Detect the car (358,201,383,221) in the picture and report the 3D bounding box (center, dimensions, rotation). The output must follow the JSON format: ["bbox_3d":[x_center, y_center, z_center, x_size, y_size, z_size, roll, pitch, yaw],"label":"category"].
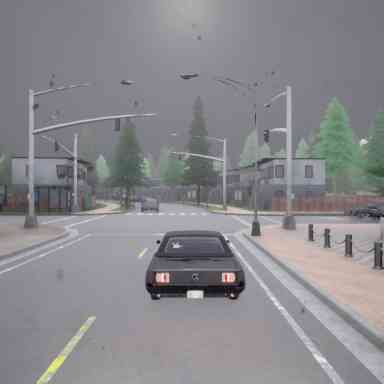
[{"bbox_3d":[15.351,1.476,24.391,4.902,1.511,2.128,0,0,1],"label":"car"}]

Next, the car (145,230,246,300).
[{"bbox_3d":[0.032,1.601,8.349,1.895,1.301,4.718,0,0,-1],"label":"car"}]

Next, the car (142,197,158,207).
[{"bbox_3d":[-6.764,1.491,52.995,1.812,1.442,4.674,0,0,-15],"label":"car"}]

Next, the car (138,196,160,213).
[{"bbox_3d":[-4.567,1.470,36.674,1.837,1.490,4.892,0,0,-3],"label":"car"}]

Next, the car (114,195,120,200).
[{"bbox_3d":[-16.972,1.322,80.005,4.674,1.442,1.812,0,0,45],"label":"car"}]

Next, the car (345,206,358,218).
[{"bbox_3d":[15.403,1.510,28.078,4.674,1.442,1.812,0,0,1],"label":"car"}]

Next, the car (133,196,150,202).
[{"bbox_3d":[-10.968,1.505,71.945,1.994,1.385,4.181,0,0,-36],"label":"car"}]

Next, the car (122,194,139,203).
[{"bbox_3d":[-11.894,1.513,66.515,2.033,1.411,5.357,0,0,-26],"label":"car"}]
